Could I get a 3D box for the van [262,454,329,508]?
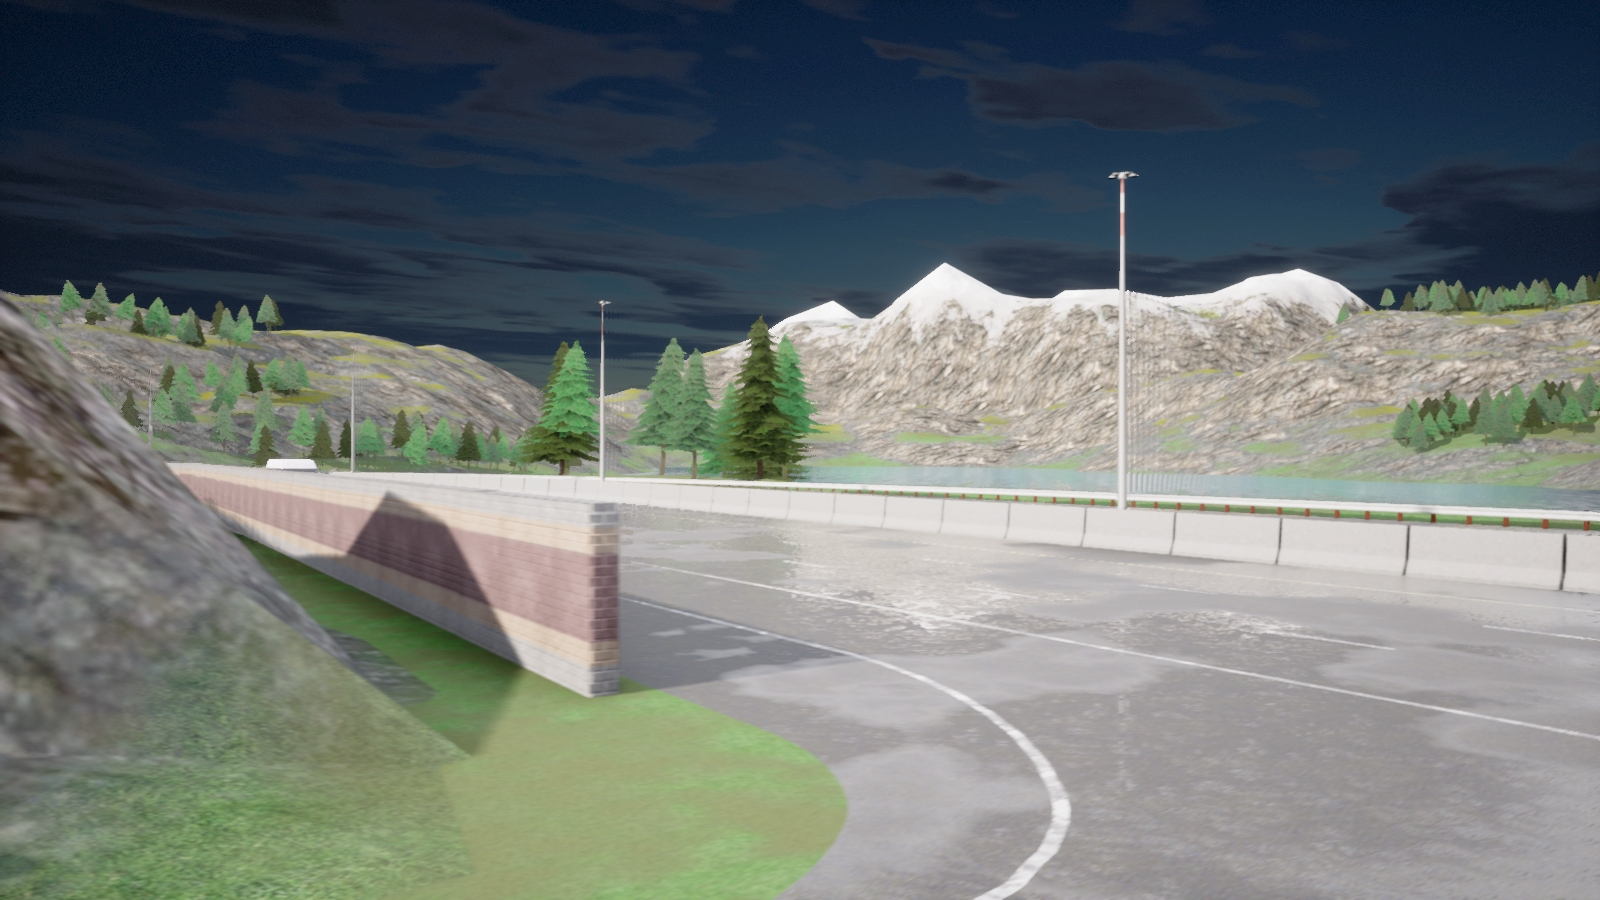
[{"bbox_3d":[-25.941,1.534,58.641,1.988,2.561,5.915,0,0,-35],"label":"van"}]
